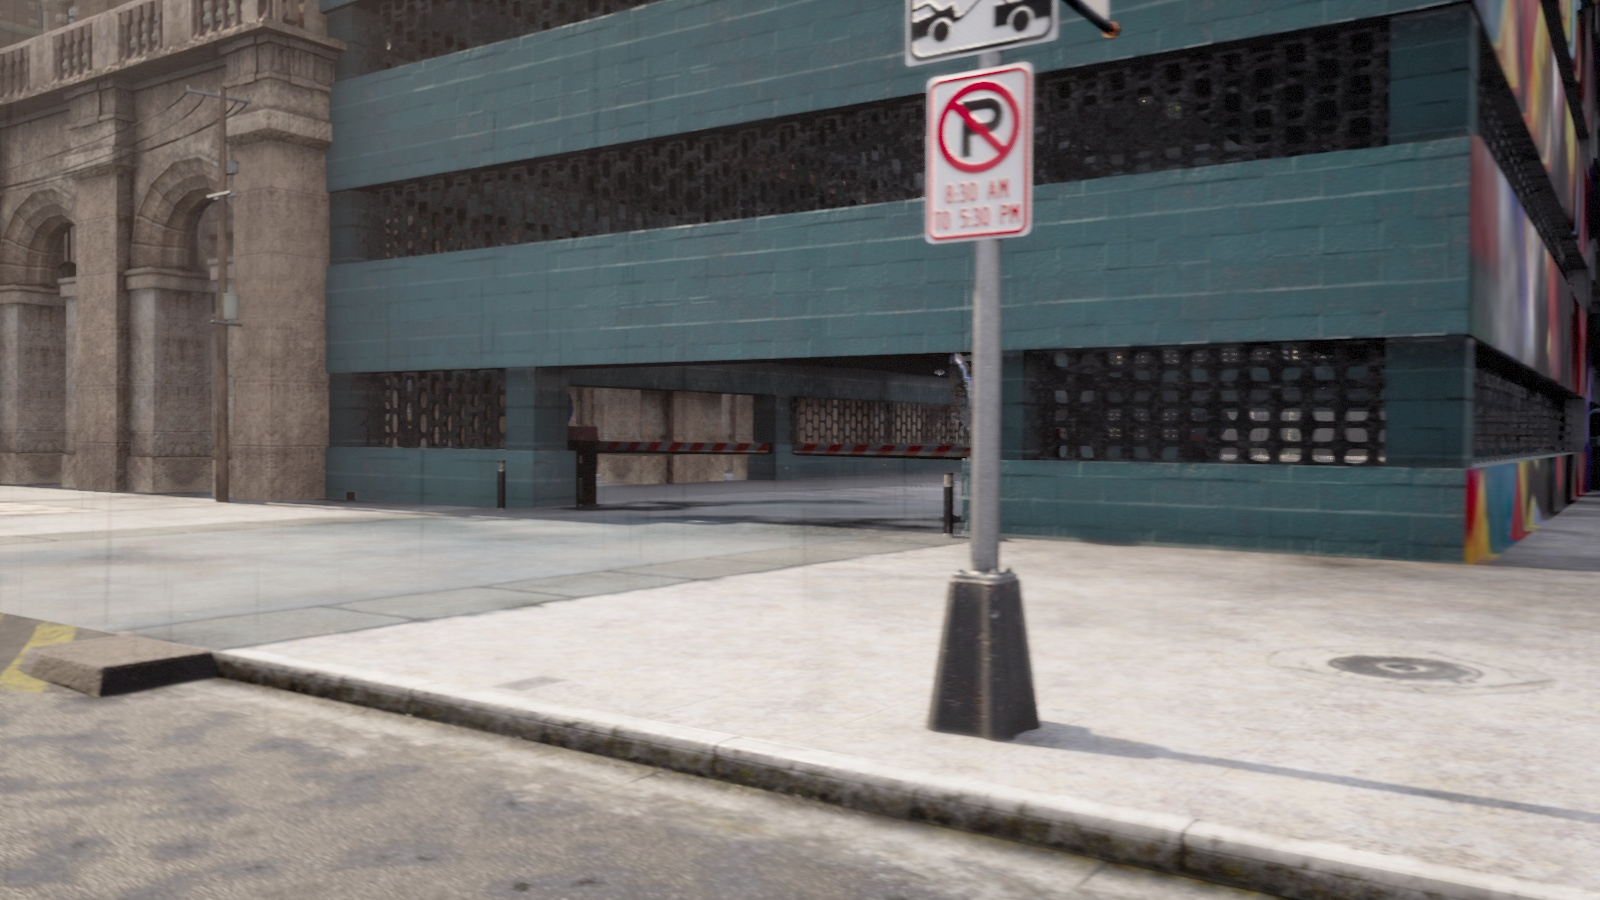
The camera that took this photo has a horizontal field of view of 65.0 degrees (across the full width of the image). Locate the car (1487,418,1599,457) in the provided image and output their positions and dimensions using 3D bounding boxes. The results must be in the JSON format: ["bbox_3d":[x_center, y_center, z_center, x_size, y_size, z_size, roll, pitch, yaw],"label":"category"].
[{"bbox_3d":[35.877,-0.592,60.594,4.605,1.855,1.932,0,1,34],"label":"car"}]
